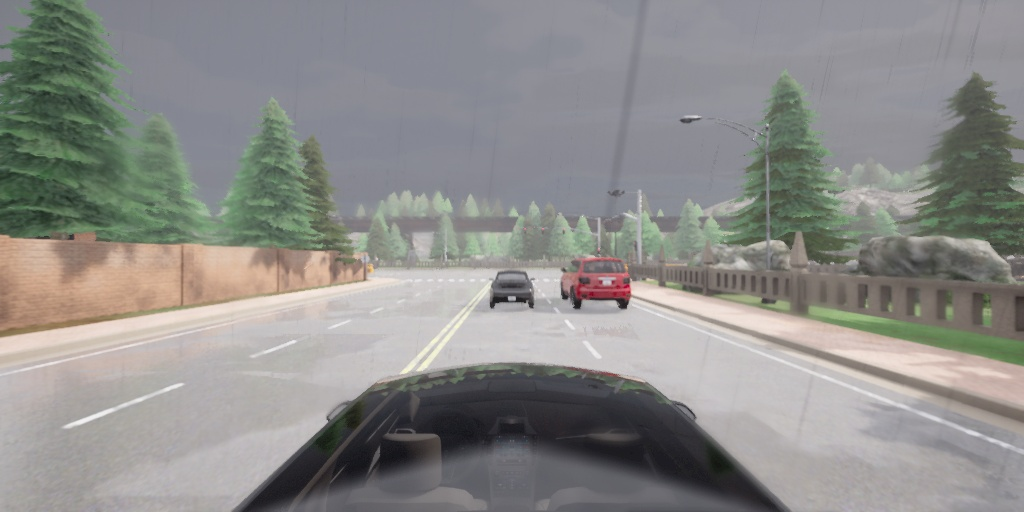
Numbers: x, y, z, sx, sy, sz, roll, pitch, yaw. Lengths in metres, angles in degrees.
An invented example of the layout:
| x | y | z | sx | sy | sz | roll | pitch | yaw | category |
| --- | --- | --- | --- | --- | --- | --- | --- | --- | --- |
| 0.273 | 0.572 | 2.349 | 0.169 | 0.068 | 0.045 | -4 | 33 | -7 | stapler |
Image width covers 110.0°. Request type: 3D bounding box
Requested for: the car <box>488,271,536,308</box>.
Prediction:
| x | y | z | sx | sy | sz | roll | pitch | yaw | category |
| --- | --- | --- | --- | --- | --- | --- | --- | --- | --- |
| 0.003 | 1.393 | 16.165 | 1.837 | 1.490 | 4.892 | 0 | 0 | 0 | car |

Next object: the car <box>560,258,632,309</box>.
| x | y | z | sx | sy | sz | roll | pitch | yaw | category |
| --- | --- | --- | --- | --- | --- | --- | --- | --- | --- |
| 3.501 | 1.099 | 15.878 | 2.150 | 2.045 | 5.566 | 0 | 0 | 0 | car |
